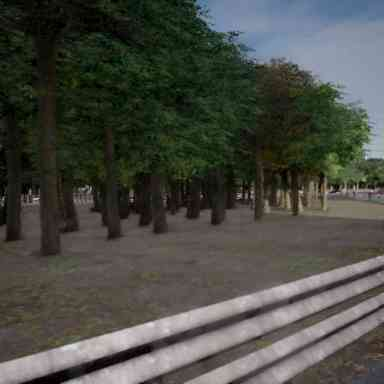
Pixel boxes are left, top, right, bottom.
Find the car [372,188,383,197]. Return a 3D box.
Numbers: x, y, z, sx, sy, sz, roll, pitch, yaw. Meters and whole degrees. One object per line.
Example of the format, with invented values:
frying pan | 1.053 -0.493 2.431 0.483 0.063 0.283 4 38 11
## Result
car | 37.673 0.205 66.425 2.150 2.045 5.566 -1 1 17
